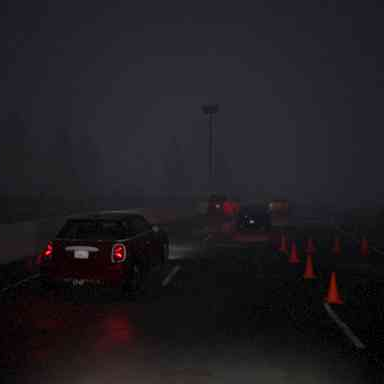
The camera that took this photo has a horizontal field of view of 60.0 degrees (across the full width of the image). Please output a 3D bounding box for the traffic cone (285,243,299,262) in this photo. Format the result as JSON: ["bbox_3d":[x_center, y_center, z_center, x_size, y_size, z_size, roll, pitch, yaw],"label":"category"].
[{"bbox_3d":[3.346,1.970,10.914,0.340,0.580,0.340,0,0,6],"label":"traffic cone"}]

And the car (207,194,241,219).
[{"bbox_3d":[2.983,1.221,29.167,2.150,2.045,5.566,0,0,20],"label":"car"}]

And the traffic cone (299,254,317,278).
[{"bbox_3d":[3.144,1.970,8.924,0.340,0.580,0.340,0,0,6],"label":"traffic cone"}]

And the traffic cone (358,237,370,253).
[{"bbox_3d":[6.532,1.990,12.601,0.340,0.580,0.340,0,0,6],"label":"traffic cone"}]

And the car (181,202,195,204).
[{"bbox_3d":[-1.038,1.561,46.104,1.895,1.301,4.718,0,0,28],"label":"car"}]

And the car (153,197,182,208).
[{"bbox_3d":[-3.473,1.447,48.879,1.837,1.490,4.892,0,0,30],"label":"car"}]

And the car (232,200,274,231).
[{"bbox_3d":[3.935,1.489,20.722,1.882,1.535,5.008,0,0,15],"label":"car"}]

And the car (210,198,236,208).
[{"bbox_3d":[4.669,1.597,49.053,1.895,1.301,4.718,0,0,32],"label":"car"}]

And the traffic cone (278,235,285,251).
[{"bbox_3d":[3.548,1.970,12.904,0.340,0.580,0.340,0,0,6],"label":"traffic cone"}]

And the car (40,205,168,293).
[{"bbox_3d":[-2.034,1.332,9.075,2.097,1.767,4.553,0,0,8],"label":"car"}]

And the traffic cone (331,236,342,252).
[{"bbox_3d":[5.537,1.983,12.702,0.340,0.580,0.340,0,0,6],"label":"traffic cone"}]

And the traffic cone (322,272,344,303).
[{"bbox_3d":[2.942,1.970,6.935,0.340,0.580,0.340,0,0,6],"label":"traffic cone"}]

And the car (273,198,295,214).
[{"bbox_3d":[9.844,1.392,36.156,2.097,1.767,4.553,0,0,25],"label":"car"}]
